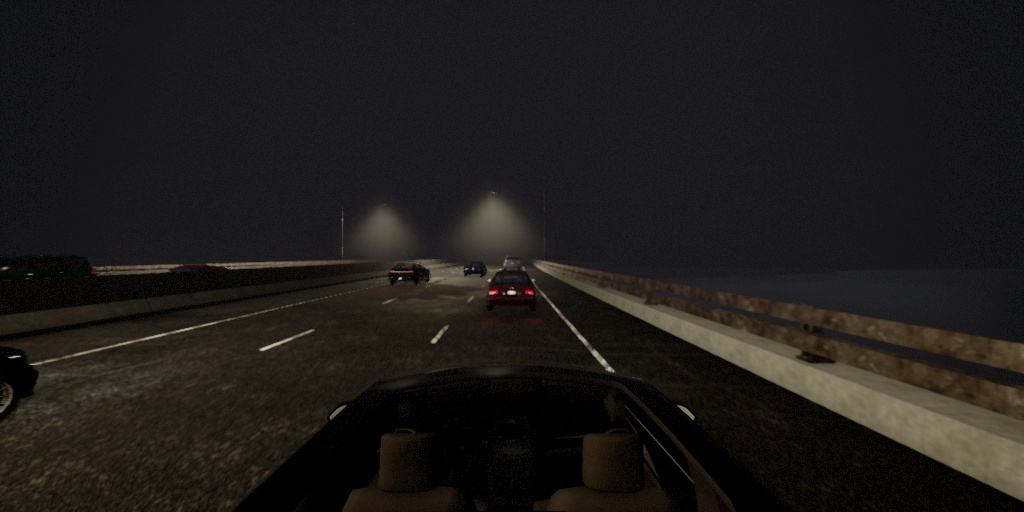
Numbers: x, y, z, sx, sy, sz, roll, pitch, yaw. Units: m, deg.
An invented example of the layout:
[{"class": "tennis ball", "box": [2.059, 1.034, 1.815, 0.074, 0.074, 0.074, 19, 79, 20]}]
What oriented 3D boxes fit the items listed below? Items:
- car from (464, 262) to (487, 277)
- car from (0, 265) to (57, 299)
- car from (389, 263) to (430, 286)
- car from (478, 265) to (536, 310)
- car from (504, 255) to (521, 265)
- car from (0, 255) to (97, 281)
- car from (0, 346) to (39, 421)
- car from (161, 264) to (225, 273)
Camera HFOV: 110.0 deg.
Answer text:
[{"class": "car", "box": [-3.564, 1.266, 35.424, 2.033, 1.411, 5.357, 0, 0, 0]}, {"class": "car", "box": [-24.728, 1.253, 16.297, 1.837, 1.490, 4.892, 0, 1, 0]}, {"class": "car", "box": [-7.069, 1.218, 25.108, 2.128, 1.511, 4.902, 0, 0, 0]}, {"class": "car", "box": [-0.029, 1.278, 14.576, 2.033, 1.411, 5.357, 0, 0, 0]}, {"class": "car", "box": [0.056, 0.938, 48.538, 2.150, 2.045, 5.566, 0, 0, 1]}, {"class": "car", "box": [-21.223, 0.970, 15.042, 2.150, 2.045, 5.566, 0, 0, 0]}, {"class": "car", "box": [-6.891, 1.279, 2.513, 1.812, 1.442, 4.674, 0, 0, -1]}, {"class": "car", "box": [-17.745, 1.218, 19.841, 1.882, 1.535, 5.008, 0, 0, 0]}]
